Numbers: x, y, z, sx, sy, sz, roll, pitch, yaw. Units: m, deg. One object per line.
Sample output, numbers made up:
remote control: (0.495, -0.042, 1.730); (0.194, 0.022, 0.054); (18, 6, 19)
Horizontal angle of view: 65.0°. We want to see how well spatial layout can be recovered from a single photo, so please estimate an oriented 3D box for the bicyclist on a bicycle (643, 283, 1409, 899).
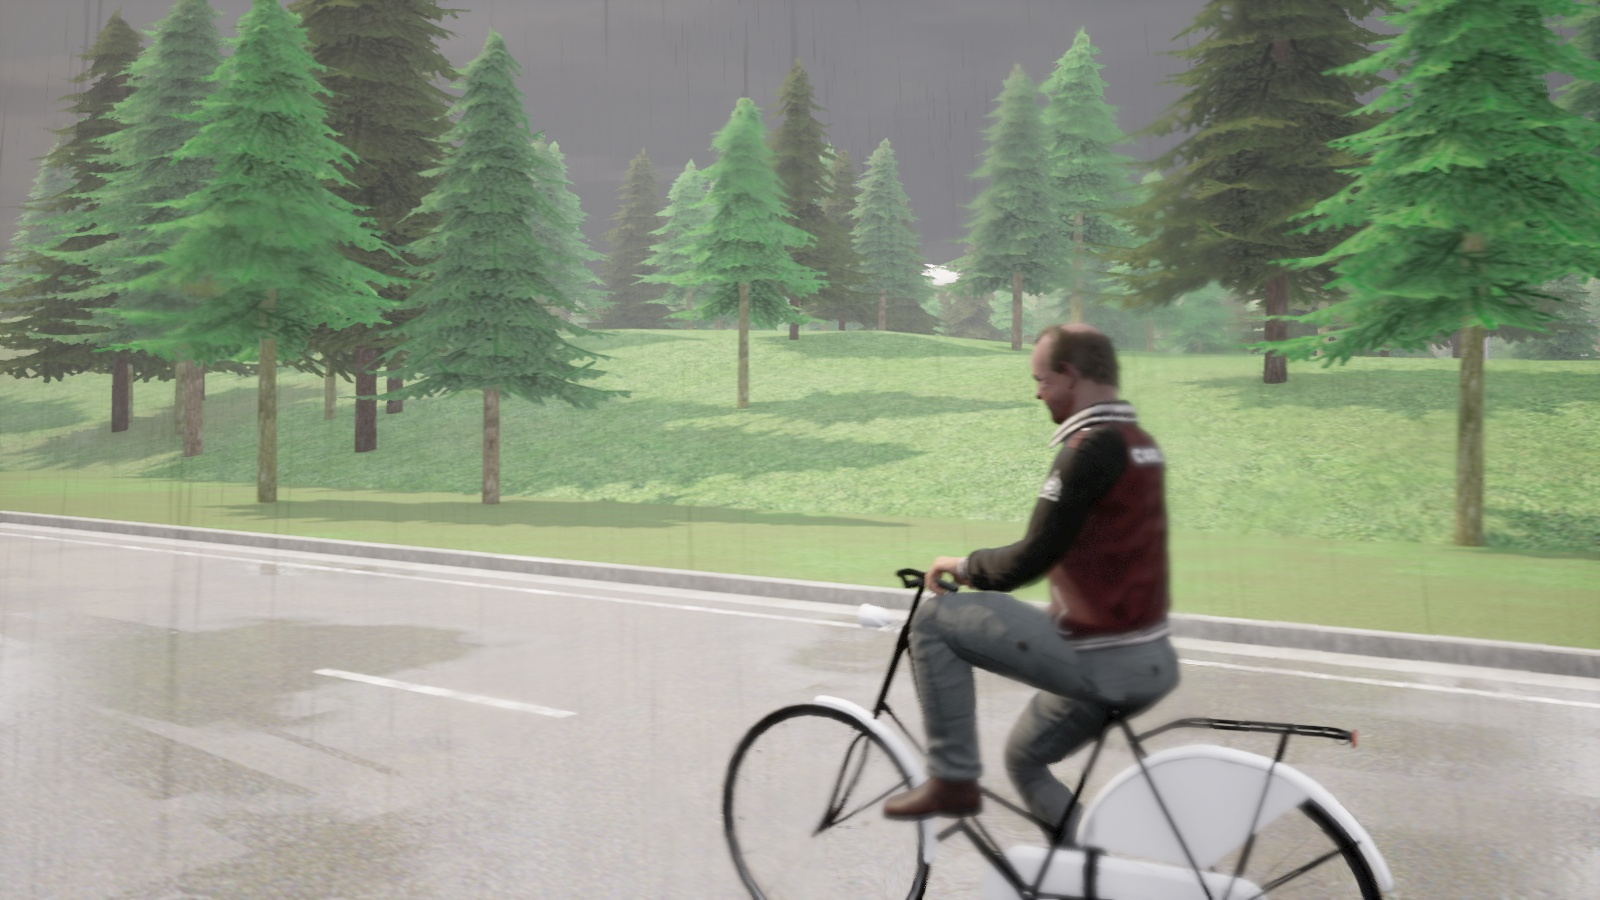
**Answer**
bicyclist on a bicycle: (0.522, 0.553, 3.274); (1.843, 1.776, 0.659); (0, 1, 34)
